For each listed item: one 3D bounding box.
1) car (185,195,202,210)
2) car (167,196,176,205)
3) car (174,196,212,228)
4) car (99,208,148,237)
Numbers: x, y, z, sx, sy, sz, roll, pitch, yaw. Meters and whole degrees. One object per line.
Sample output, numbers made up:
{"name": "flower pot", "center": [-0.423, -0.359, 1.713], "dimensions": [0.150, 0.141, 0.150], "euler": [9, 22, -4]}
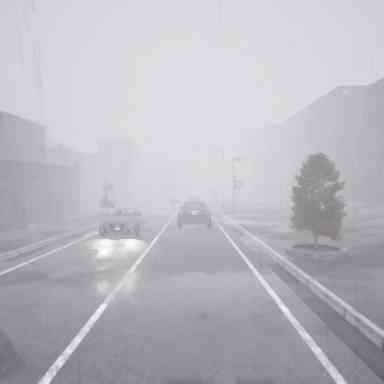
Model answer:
{"name": "car", "center": [0.144, 1.316, 42.391], "dimensions": [2.097, 1.767, 4.553], "euler": [0, 0, 0]}
{"name": "car", "center": [-3.304, 1.473, 59.326], "dimensions": [1.882, 1.535, 5.008], "euler": [0, 0, 1]}
{"name": "car", "center": [0.151, 1.320, 22.002], "dimensions": [2.097, 1.767, 4.553], "euler": [0, 0, 0]}
{"name": "car", "center": [-3.535, 1.538, 17.735], "dimensions": [1.994, 1.385, 4.181], "euler": [0, 0, 0]}
